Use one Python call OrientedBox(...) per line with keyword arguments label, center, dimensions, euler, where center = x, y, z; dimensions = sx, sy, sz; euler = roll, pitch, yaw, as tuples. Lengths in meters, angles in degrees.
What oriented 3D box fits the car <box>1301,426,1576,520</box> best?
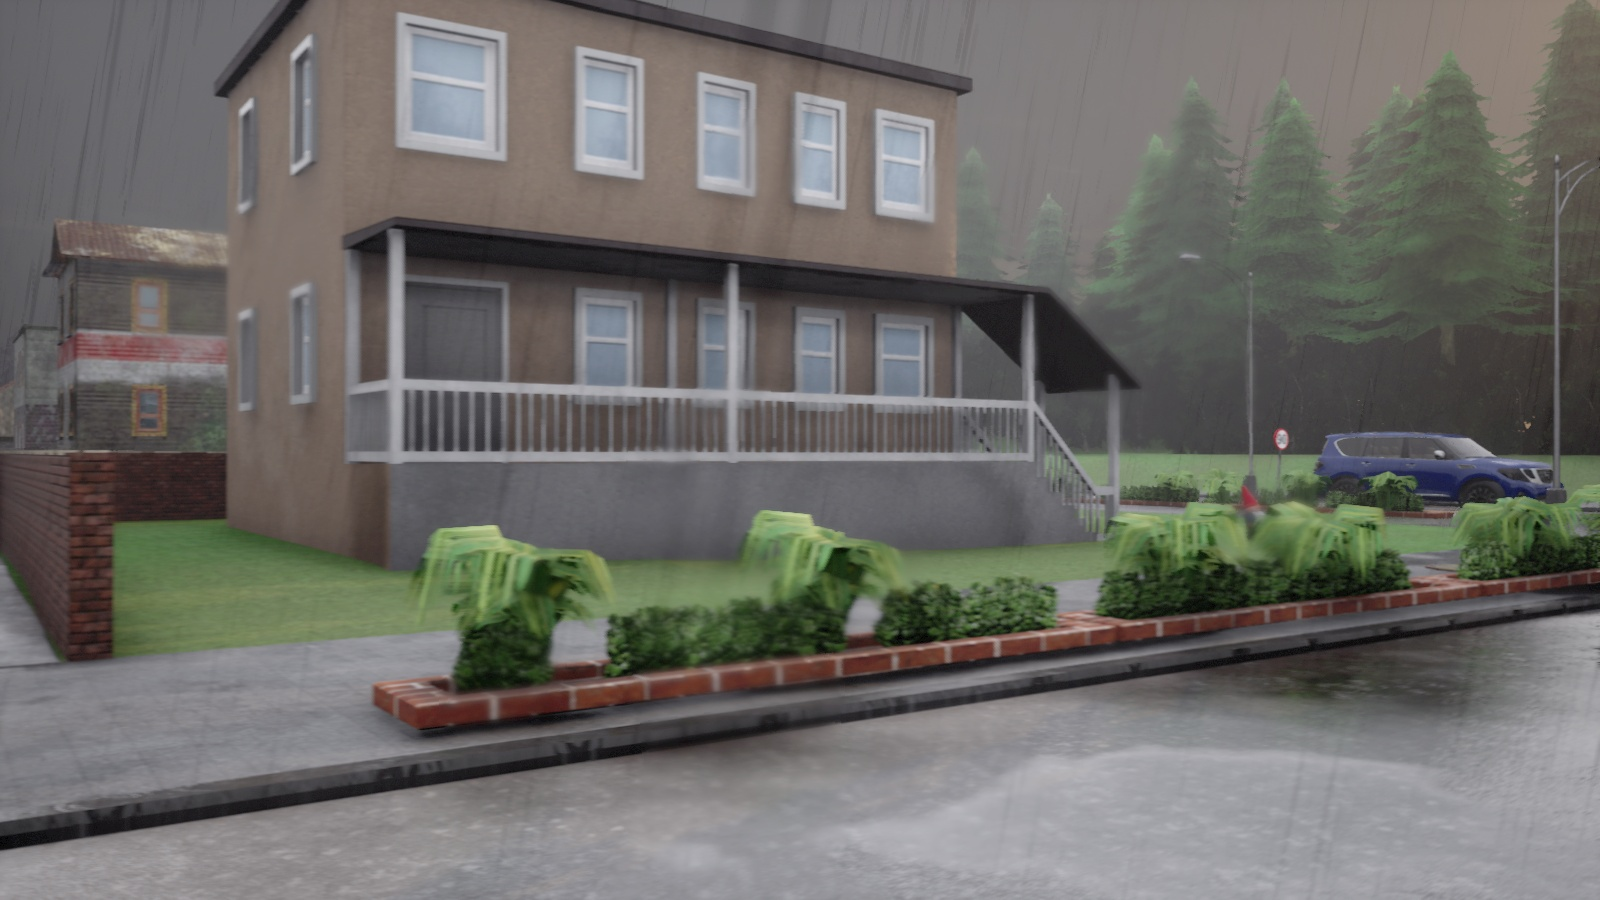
OrientedBox(label="car", center=(15.205, 0.506, 30.265), dimensions=(2.150, 2.045, 5.566), euler=(0, 0, -35))
